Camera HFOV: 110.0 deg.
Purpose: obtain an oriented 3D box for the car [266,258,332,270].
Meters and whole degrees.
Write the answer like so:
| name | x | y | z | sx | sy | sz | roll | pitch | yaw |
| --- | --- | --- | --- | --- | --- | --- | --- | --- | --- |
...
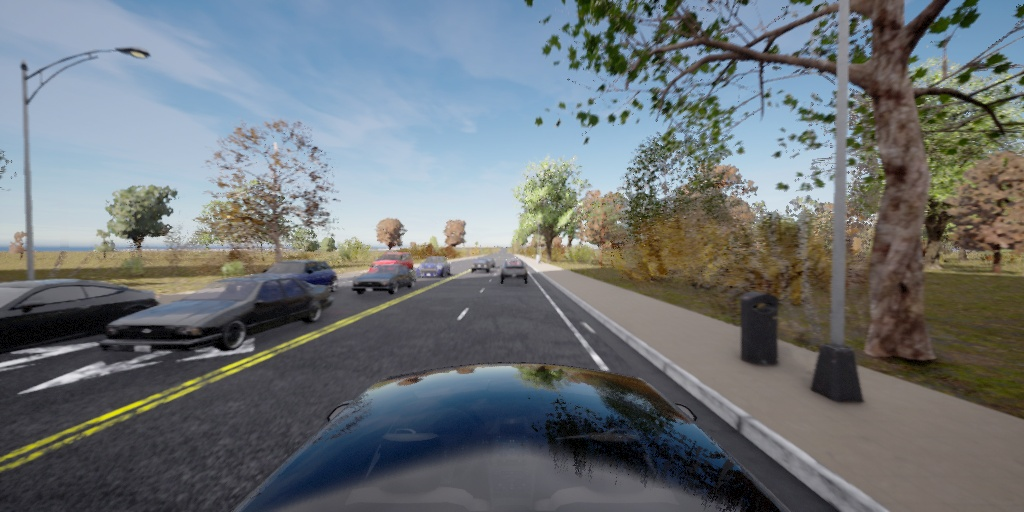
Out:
| name | x | y | z | sx | sy | sz | roll | pitch | yaw |
| --- | --- | --- | --- | --- | --- | --- | --- | --- | --- |
| car | -9.807 | 0.977 | 16.188 | 2.097 | 1.767 | 4.553 | 0 | 1 | 0 |

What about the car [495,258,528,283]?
| name | x | y | z | sx | sy | sz | roll | pitch | yaw |
| --- | --- | --- | --- | --- | --- | --- | --- | --- | --- |
| car | 0.141 | 1.036 | 25.430 | 2.128 | 1.511 | 4.902 | 0 | 1 | 0 |

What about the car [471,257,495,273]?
| name | x | y | z | sx | sy | sz | roll | pitch | yaw |
| --- | --- | --- | --- | --- | --- | --- | --- | --- | --- |
| car | -3.182 | 0.975 | 37.277 | 2.033 | 1.411 | 5.357 | 0 | 1 | 0 |

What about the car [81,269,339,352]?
| name | x | y | z | sx | sy | sz | roll | pitch | yaw |
| --- | --- | --- | --- | --- | --- | --- | --- | --- | --- |
| car | -6.578 | 1.240 | 9.052 | 2.033 | 1.411 | 5.357 | 0 | 1 | 0 |

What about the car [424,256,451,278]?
| name | x | y | z | sx | sy | sz | roll | pitch | yaw |
| --- | --- | --- | --- | --- | --- | --- | --- | --- | --- |
| car | -6.495 | 0.846 | 30.260 | 2.097 | 1.767 | 4.553 | 0 | 1 | 1 |

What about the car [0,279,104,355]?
| name | x | y | z | sx | sy | sz | roll | pitch | yaw |
| --- | --- | --- | --- | --- | --- | --- | --- | --- | --- |
| car | -9.837 | 1.233 | 7.263 | 1.812 | 1.442 | 4.674 | 0 | 1 | 0 |

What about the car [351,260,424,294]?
| name | x | y | z | sx | sy | sz | roll | pitch | yaw |
| --- | --- | --- | --- | --- | --- | --- | --- | --- | --- |
| car | -6.540 | 1.147 | 19.126 | 2.033 | 1.411 | 5.357 | 0 | 1 | 1 |

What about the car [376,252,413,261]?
| name | x | y | z | sx | sy | sz | roll | pitch | yaw |
| --- | --- | --- | --- | --- | --- | --- | --- | --- | --- |
| car | -9.746 | 0.720 | 29.659 | 2.150 | 2.045 | 5.566 | 0 | 1 | 1 |
